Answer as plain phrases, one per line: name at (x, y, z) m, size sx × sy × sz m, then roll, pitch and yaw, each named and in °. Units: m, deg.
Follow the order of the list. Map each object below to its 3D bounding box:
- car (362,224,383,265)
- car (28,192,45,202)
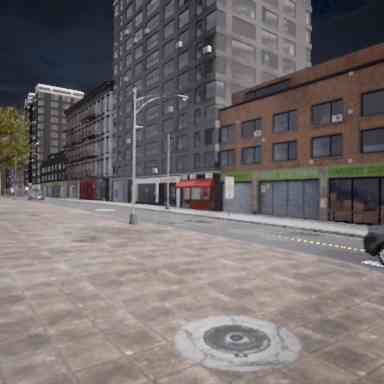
car at (7.263, 1.502, 8.971) m, size 1.837 × 1.490 × 4.892 m, roll 1°, pitch 1°, yaw -36°
car at (-25.431, 0.749, 54.305) m, size 2.128 × 1.511 × 4.902 m, roll 1°, pitch 0°, yaw -36°
